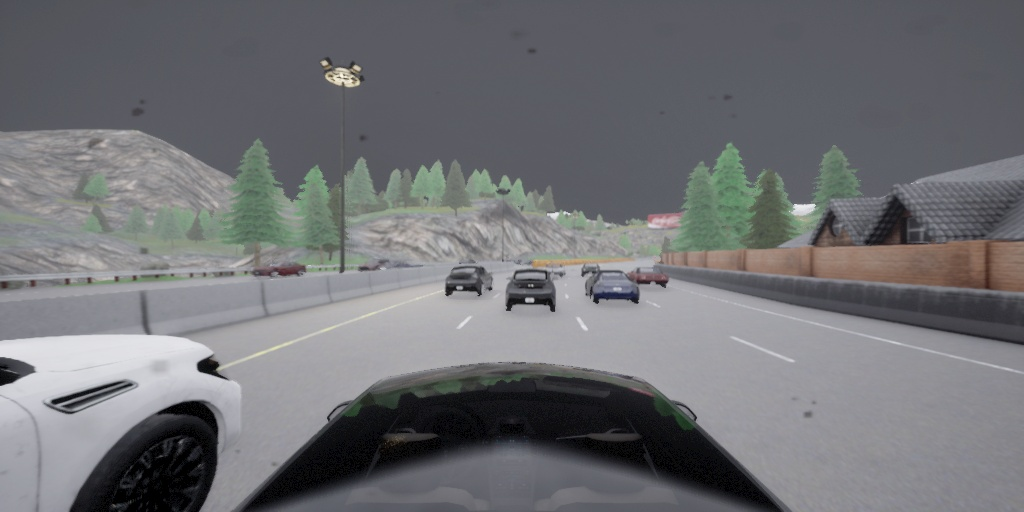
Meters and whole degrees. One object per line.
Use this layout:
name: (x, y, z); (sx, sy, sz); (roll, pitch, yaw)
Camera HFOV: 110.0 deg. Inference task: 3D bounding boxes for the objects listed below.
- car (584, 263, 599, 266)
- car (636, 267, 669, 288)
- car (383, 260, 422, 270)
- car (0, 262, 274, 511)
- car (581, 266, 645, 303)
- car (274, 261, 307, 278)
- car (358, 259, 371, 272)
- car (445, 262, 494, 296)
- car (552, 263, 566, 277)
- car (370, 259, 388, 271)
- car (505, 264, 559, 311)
car: (8.359, 1.397, 37.639); (1.895, 1.301, 4.718); (0, 0, 14)
car: (9.124, 1.390, 24.472); (1.895, 1.301, 4.718); (0, 0, 9)
car: (-10.325, 1.348, 35.446); (1.895, 1.301, 4.718); (0, 0, 12)
car: (-3.355, 0.964, 0.618); (2.150, 2.045, 5.566); (0, 0, 0)
car: (4.570, 1.336, 16.810); (1.994, 1.385, 4.181); (0, 0, 6)
car: (-21.445, 1.196, 33.256); (1.882, 1.535, 5.008); (0, 0, 11)
car: (-15.943, 1.090, 42.015); (2.097, 1.767, 4.553); (0, 0, 14)
car: (-2.189, 1.262, 19.306); (1.837, 1.490, 4.892); (0, 0, 7)
car: (4.380, 1.386, 36.131); (1.895, 1.301, 4.718); (0, 0, 13)
car: (-12.949, 1.237, 39.590); (2.128, 1.511, 4.902); (0, 0, 14)
car: (0.822, 1.266, 14.656); (1.837, 1.490, 4.892); (0, 0, 5)
